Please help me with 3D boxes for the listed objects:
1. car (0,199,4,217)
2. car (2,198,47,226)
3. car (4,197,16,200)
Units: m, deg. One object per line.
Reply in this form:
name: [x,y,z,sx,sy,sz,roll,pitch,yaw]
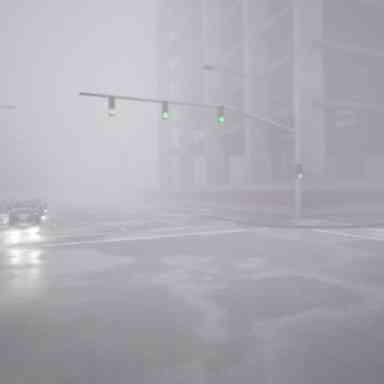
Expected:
car: [-16.828,1.364,26.675,2.097,1.767,4.553,-1,1,-22]
car: [-11.761,1.437,23.635,2.128,1.511,4.902,-1,1,-23]
car: [-20.726,1.456,36.053,1.882,1.535,5.008,-1,1,-22]
